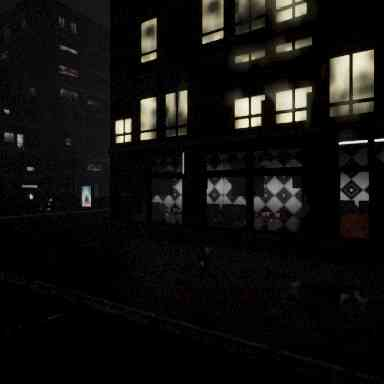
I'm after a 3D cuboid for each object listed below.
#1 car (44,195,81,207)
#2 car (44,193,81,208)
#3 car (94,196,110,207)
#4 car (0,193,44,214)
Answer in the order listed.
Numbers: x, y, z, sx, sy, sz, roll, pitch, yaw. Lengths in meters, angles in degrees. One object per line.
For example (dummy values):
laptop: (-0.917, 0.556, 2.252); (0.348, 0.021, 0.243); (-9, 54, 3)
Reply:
car: (-16.687, 1.074, 42.939); (1.802, 1.307, 4.206); (1, 2, 35)
car: (-15.696, 0.885, 39.856); (2.097, 1.767, 4.553); (0, 1, 35)
car: (-9.781, 1.072, 38.191); (1.947, 1.339, 4.313); (1, 2, 35)
car: (-16.134, 1.029, 29.090); (2.192, 1.841, 5.009); (1, 2, 35)
